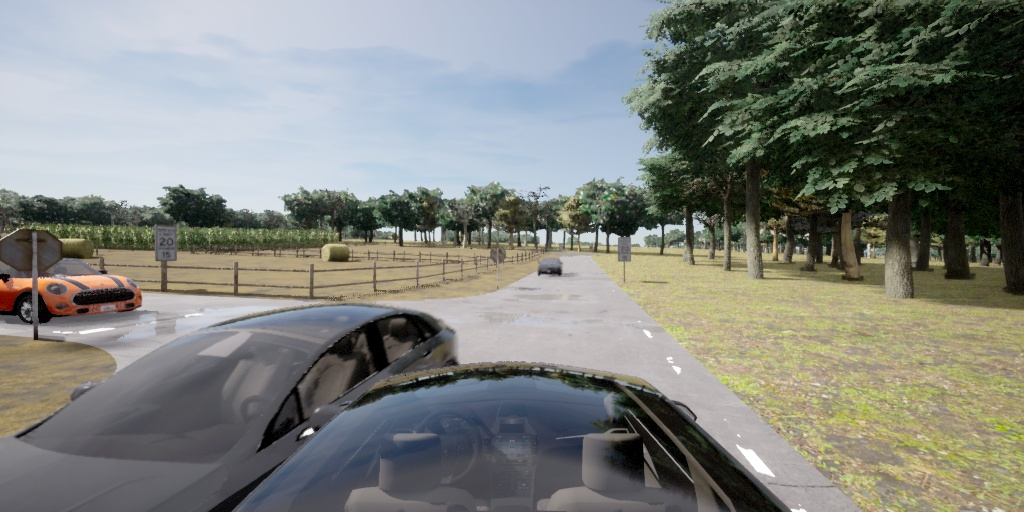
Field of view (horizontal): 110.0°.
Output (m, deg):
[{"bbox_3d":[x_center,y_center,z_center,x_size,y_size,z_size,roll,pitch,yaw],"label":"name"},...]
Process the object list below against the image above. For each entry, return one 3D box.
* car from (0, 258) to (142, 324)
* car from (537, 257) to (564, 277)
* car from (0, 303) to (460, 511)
[{"bbox_3d":[-13.359,0.812,10.265,4.553,1.767,2.097,1,1,9],"label":"car"},{"bbox_3d":[3.265,0.872,29.890,1.882,1.535,5.008,0,1,11],"label":"car"},{"bbox_3d":[-1.912,1.267,3.051,1.837,1.490,4.892,0,0,11],"label":"car"}]
